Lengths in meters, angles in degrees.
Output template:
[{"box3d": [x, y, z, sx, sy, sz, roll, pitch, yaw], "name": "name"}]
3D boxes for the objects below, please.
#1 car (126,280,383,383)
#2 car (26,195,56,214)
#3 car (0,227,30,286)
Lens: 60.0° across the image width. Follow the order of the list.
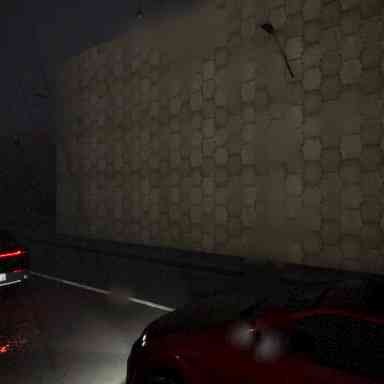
[{"box3d": [1.365, 1.564, 3.018, 4.181, 1.385, 1.994, 0, 0, 36], "name": "car"}, {"box3d": [-12.942, 1.061, 31.062, 2.128, 1.511, 4.902, 0, 5, 35], "name": "car"}, {"box3d": [-5.882, 1.505, 8.193, 4.892, 1.490, 1.837, 0, 0, 36], "name": "car"}]
